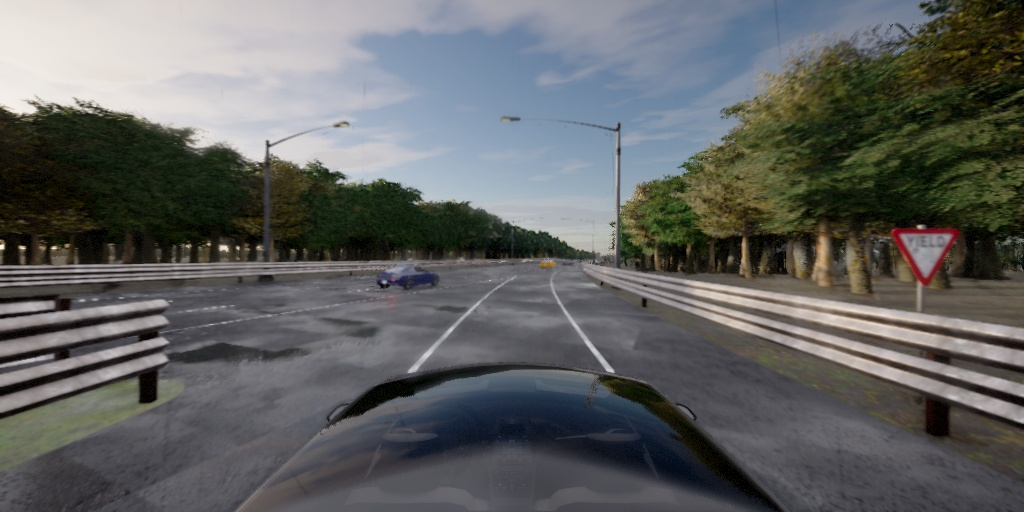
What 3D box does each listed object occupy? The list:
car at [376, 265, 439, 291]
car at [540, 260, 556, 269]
[{"bbox_3d":[-6.203,1.239,21.720,1.812,1.442,4.674,0,0,19],"label":"car"},{"bbox_3d":[6.013,1.323,59.524,1.882,1.535,5.008,0,0,17],"label":"car"}]
